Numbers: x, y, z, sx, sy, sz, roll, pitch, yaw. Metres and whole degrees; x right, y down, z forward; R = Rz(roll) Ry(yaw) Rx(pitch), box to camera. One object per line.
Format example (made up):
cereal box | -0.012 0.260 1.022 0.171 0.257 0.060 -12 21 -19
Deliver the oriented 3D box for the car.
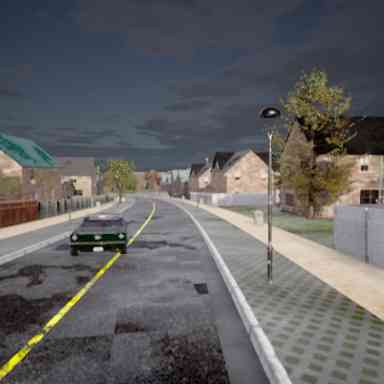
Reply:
car | -3.429 1.497 12.728 1.895 1.301 4.718 0 0 -12
